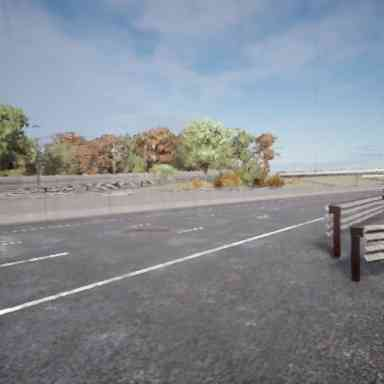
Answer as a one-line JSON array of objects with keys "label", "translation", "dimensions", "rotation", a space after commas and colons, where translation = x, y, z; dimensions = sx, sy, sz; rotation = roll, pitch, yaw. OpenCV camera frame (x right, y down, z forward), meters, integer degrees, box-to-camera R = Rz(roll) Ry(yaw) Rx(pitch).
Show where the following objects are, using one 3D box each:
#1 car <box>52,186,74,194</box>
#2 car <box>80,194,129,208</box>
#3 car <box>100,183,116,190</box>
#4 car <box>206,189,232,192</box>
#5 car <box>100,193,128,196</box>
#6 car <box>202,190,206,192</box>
[{"label": "car", "translation": [-22.594, -0.308, 57.766], "dimensions": [1.837, 1.490, 4.892], "rotation": [-1, 3, 17]}, {"label": "car", "translation": [-9.129, 0.914, 35.078], "dimensions": [1.895, 1.301, 4.718], "rotation": [0, 1, 37]}, {"label": "car", "translation": [-18.109, -1.228, 72.154], "dimensions": [2.128, 1.511, 4.902], "rotation": [-1, 4, 19]}, {"label": "car", "translation": [4.524, 0.409, 47.152], "dimensions": [1.837, 1.490, 4.892], "rotation": [0, 1, 38]}, {"label": "car", "translation": [-7.252, 0.861, 31.771], "dimensions": [1.812, 1.442, 4.674], "rotation": [0, 1, 37]}, {"label": "car", "translation": [2.563, 0.377, 50.340], "dimensions": [2.128, 1.511, 4.902], "rotation": [0, 1, 38]}]
